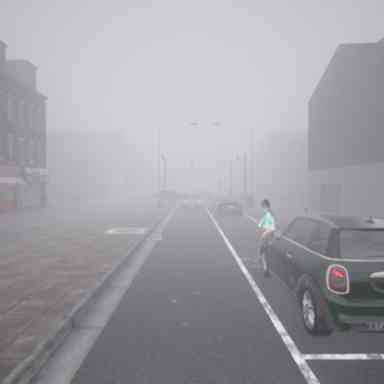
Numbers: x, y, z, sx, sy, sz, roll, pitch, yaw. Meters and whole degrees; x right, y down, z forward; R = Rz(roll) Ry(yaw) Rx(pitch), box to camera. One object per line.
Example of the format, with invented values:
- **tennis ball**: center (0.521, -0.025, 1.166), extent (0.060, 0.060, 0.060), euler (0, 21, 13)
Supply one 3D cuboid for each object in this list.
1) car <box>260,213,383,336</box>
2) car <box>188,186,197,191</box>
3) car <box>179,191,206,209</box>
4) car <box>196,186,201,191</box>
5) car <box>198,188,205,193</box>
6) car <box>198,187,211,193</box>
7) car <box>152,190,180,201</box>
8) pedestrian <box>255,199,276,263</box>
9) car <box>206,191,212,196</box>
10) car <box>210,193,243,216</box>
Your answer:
- **car**: center (2.746, 1.190, 6.545), extent (2.097, 1.767, 4.553), euler (0, 1, 0)
- **car**: center (-0.057, -0.430, 86.212), extent (2.033, 1.411, 5.357), euler (0, 1, 0)
- **car**: center (0.058, 0.863, 31.270), extent (1.895, 1.301, 4.718), euler (0, 1, 0)
- **car**: center (2.588, -0.127, 76.037), extent (1.947, 1.339, 4.313), euler (0, 1, 0)
- **car**: center (2.576, -0.454, 93.072), extent (1.947, 1.339, 4.313), euler (0, 1, 0)
- **car**: center (2.600, 0.201, 59.001), extent (1.887, 1.381, 4.507), euler (0, 1, 0)
- **car**: center (-3.525, 0.439, 45.539), extent (1.837, 1.490, 4.892), euler (1, 1, -45)
- **pedestrian**: center (2.072, 1.065, 9.352), extent (0.375, 1.860, 0.375), euler (0, 1, 0)
- **car**: center (2.621, 0.842, 29.978), extent (2.008, 1.369, 4.403), euler (0, 1, 0)
- **car**: center (2.625, 0.987, 24.304), extent (1.947, 1.339, 4.313), euler (0, 1, 0)
